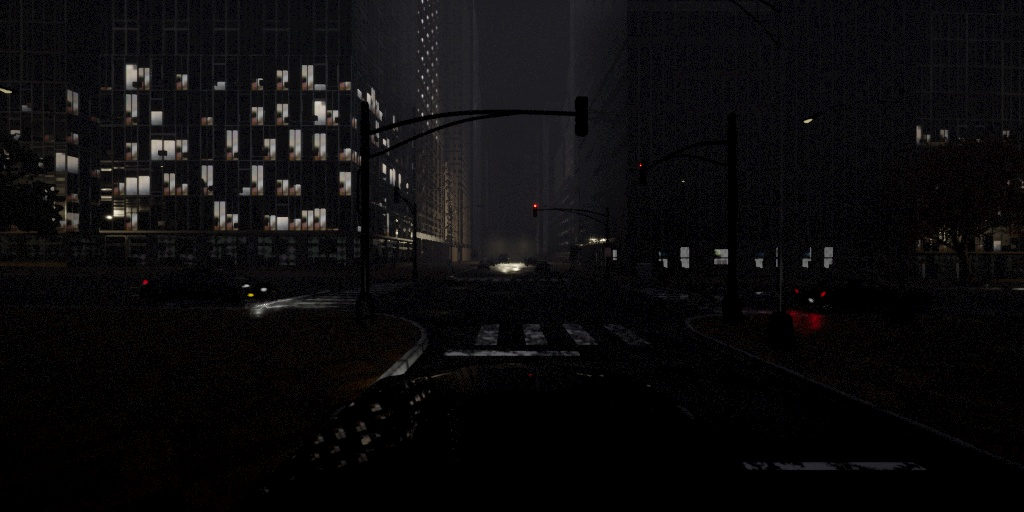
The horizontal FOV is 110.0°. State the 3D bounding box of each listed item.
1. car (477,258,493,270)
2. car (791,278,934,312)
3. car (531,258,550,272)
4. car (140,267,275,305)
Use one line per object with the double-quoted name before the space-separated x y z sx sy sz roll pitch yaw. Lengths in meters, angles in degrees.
"car" -4.073 1.342 52.022 1.802 1.307 4.207 0 0 0
"car" 15.059 1.649 15.495 4.718 1.301 1.895 1 0 -3
"car" 3.885 1.329 46.537 1.948 1.339 4.313 0 0 0
"car" -11.906 1.125 14.219 4.181 1.385 1.994 1 0 -3
